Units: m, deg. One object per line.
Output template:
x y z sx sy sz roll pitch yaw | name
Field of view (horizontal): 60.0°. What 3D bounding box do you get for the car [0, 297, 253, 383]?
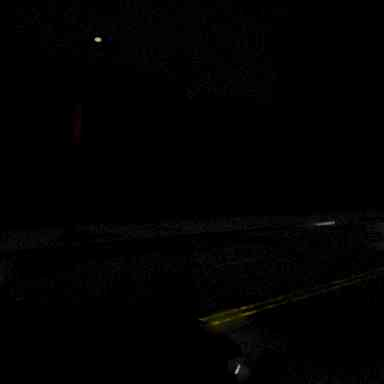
-1.613 1.526 2.288 4.674 1.442 1.812 0 0 -36 | car
